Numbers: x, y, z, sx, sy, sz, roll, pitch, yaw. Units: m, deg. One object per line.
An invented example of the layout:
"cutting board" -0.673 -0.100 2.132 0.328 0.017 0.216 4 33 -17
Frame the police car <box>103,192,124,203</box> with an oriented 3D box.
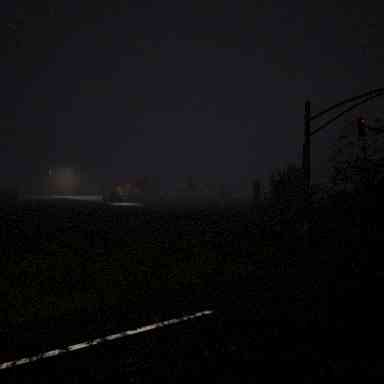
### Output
"police car" -11.754 0.822 49.828 2.038 1.542 4.974 1 0 -32
